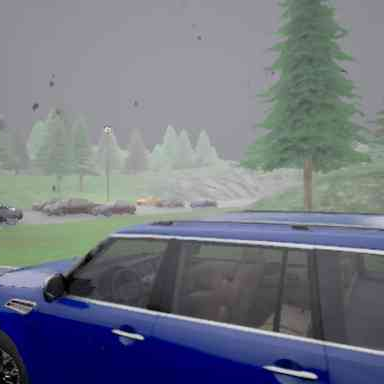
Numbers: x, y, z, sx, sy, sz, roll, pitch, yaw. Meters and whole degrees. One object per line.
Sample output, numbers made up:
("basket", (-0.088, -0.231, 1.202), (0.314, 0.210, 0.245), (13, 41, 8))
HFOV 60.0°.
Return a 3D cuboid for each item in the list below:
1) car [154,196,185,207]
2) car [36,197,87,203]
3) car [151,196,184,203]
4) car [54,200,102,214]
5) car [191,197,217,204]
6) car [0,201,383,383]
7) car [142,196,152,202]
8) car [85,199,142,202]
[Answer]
("car", (-3.232, 1.396, 49.214), (1.882, 1.535, 5.008), (0, 0, 35))
("car", (-11.513, 1.346, 30.953), (2.097, 1.767, 4.553), (0, 0, 34))
("car", (-2.857, 1.492, 43.592), (1.994, 1.385, 4.181), (0, 0, 34))
("car", (-12.263, 1.589, 36.053), (1.895, 1.301, 4.718), (0, 0, 34))
("car", (1.615, 1.431, 43.922), (1.812, 1.442, 4.674), (0, 0, 35))
("car", (0.156, 1.213, 3.209), (5.566, 2.045, 2.150), (0, 0, 30))
("car", (-6.463, 1.409, 50.692), (1.882, 1.535, 5.008), (0, 0, 35))
("car", (-7.228, 1.499, 31.011), (1.812, 1.442, 4.674), (0, 0, 34))
